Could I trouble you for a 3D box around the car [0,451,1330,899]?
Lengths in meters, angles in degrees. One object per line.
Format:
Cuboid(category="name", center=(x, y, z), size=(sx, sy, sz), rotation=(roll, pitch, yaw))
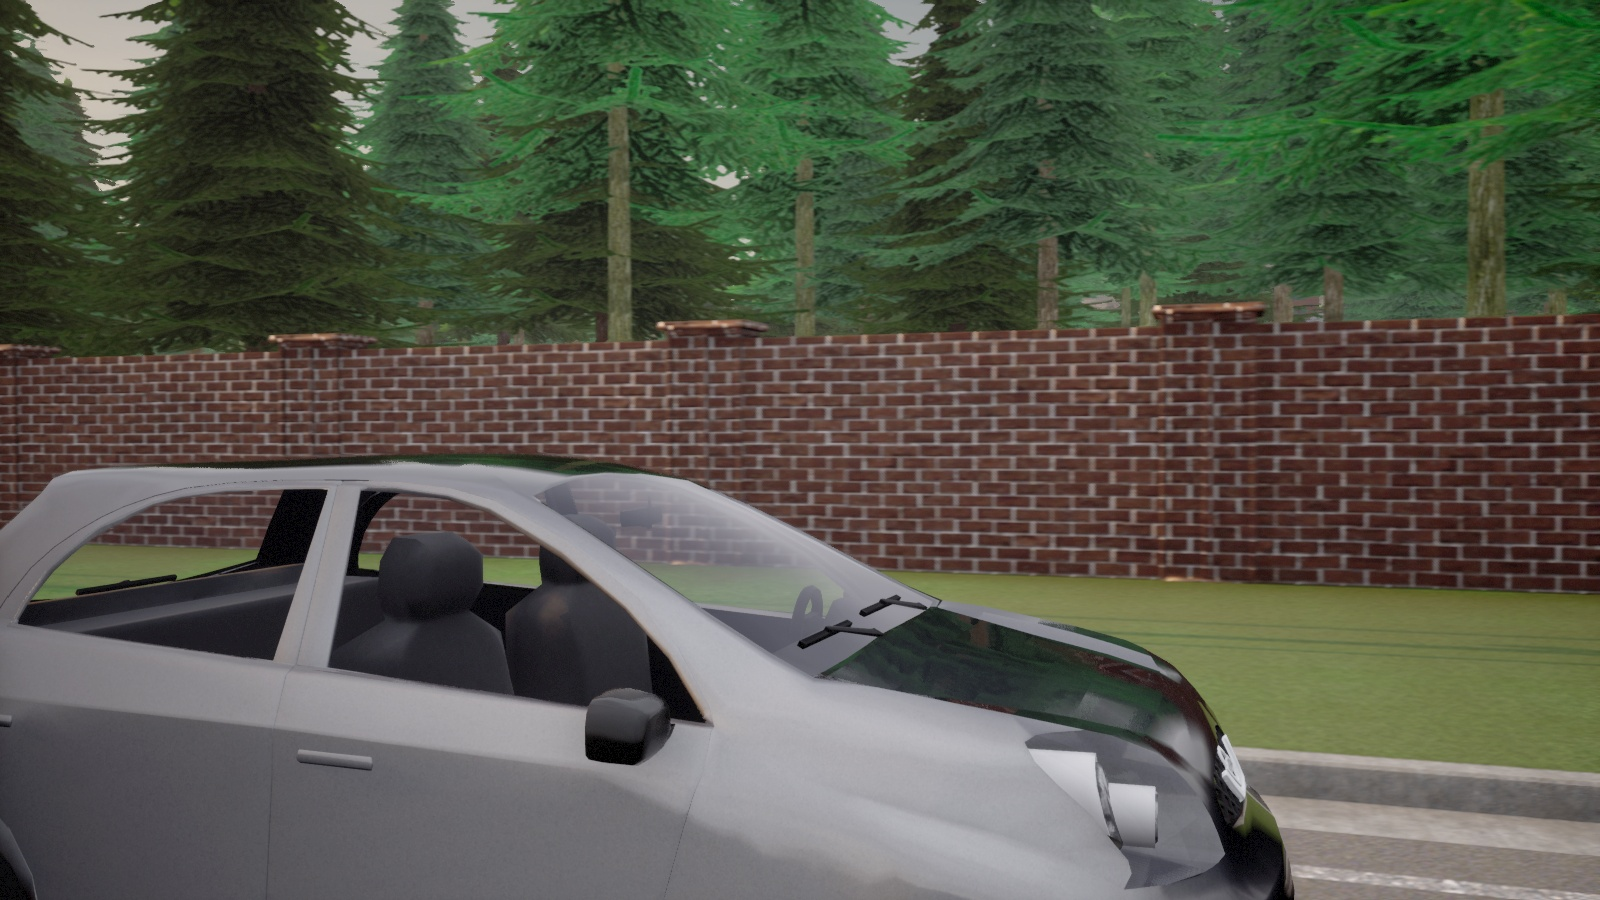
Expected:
Cuboid(category="car", center=(-0.614, 0.784, 3.400), size=(3.633, 1.501, 1.845), rotation=(1, 1, 19))
